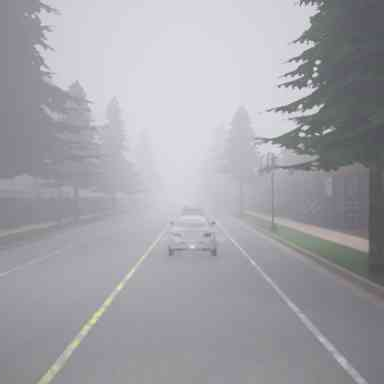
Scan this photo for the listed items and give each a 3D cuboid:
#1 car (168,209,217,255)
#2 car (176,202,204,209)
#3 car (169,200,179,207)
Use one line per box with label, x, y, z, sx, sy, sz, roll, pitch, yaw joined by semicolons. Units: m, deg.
car;0.031;1.676;13.879;1.812;1.442;4.674;0;0;0
car;0.036;1.801;28.497;2.128;1.511;4.902;0;0;0
car;-3.478;2.228;65.220;1.812;1.442;4.674;0;-1;1
